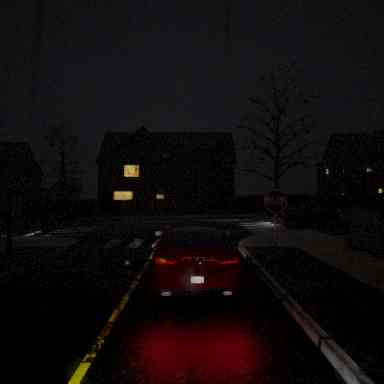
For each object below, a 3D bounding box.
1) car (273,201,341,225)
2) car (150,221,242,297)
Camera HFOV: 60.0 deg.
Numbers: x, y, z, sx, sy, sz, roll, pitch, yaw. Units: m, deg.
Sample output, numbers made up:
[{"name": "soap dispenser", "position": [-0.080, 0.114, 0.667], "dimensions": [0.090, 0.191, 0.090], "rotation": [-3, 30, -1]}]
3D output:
[{"name": "car", "position": [7.455, 1.322, 21.752], "dimensions": [4.181, 1.385, 1.994], "rotation": [-1, 1, -3]}, {"name": "car", "position": [0.038, 1.478, 8.644], "dimensions": [1.882, 1.535, 5.008], "rotation": [0, 0, -1]}]
